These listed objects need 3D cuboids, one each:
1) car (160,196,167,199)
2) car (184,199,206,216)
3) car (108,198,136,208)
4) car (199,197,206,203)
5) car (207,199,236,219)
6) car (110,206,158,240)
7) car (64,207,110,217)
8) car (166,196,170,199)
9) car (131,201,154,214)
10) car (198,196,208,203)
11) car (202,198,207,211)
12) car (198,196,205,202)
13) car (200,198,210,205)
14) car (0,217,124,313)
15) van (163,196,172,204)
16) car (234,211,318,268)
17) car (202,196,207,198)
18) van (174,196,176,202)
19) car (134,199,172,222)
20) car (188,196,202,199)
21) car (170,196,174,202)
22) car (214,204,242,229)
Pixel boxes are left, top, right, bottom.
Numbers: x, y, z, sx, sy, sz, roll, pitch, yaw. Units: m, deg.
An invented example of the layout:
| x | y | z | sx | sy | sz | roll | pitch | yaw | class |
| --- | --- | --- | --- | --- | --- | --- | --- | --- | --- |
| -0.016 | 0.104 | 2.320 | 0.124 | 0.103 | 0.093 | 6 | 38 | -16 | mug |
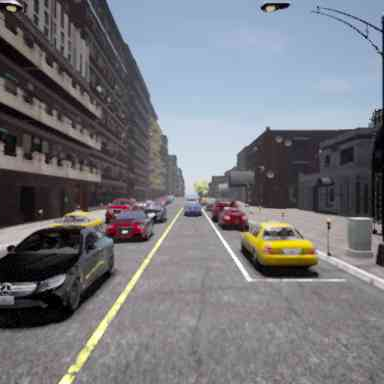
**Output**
| x | y | z | sx | sy | sz | roll | pitch | yaw | class |
| --- | --- | --- | --- | --- | --- | --- | --- | --- | --- |
| -5.693 | 1.870 | 55.415 | 1.887 | 1.381 | 4.507 | 0 | 0 | 0 | car |
| 0.097 | 1.744 | 35.352 | 2.033 | 1.411 | 5.357 | 0 | 0 | 0 | car |
| -5.689 | 1.462 | 27.720 | 2.192 | 1.841 | 5.009 | 0 | 0 | 0 | car |
| 2.684 | 2.096 | 88.820 | 1.752 | 1.417 | 4.829 | 0 | 0 | 0 | car |
| 2.692 | 1.466 | 27.722 | 2.192 | 1.841 | 5.009 | 0 | 0 | 0 | car |
| -3.102 | 1.650 | 17.239 | 1.994 | 1.385 | 4.181 | 0 | 0 | -1 | car |
| -5.689 | 1.606 | 16.471 | 1.752 | 1.417 | 4.829 | 0 | 0 | 0 | car |
| -5.693 | 1.803 | 60.954 | 1.967 | 1.590 | 4.097 | 0 | 0 | 0 | car |
| -5.691 | 1.766 | 38.797 | 2.008 | 1.369 | 4.403 | 0 | 0 | 0 | car |
| 2.686 | 1.842 | 83.113 | 2.192 | 1.841 | 5.009 | 0 | 0 | 0 | car |
| 2.689 | 1.806 | 44.338 | 2.008 | 1.369 | 4.403 | 0 | 0 | 0 | car |
| 2.684 | 2.054 | 94.190 | 1.967 | 1.590 | 4.097 | 0 | 0 | 0 | car |
| 2.686 | 1.996 | 72.033 | 2.008 | 1.369 | 4.403 | 0 | 0 | 0 | car |
| -3.095 | 1.558 | 7.862 | 1.812 | 1.442 | 4.674 | 0 | 0 | 0 | car |
| -5.694 | 1.822 | 77.574 | 1.690 | 1.788 | 3.998 | 0 | 0 | 0 | van |
| 2.692 | 1.580 | 11.273 | 1.752 | 1.417 | 4.829 | 0 | 0 | 0 | car |
| 2.686 | 1.932 | 66.664 | 1.752 | 1.417 | 4.829 | 0 | 0 | 0 | car |
| -5.696 | 1.906 | 88.651 | 1.690 | 1.788 | 3.998 | 0 | 0 | 0 | van |
| -3.085 | 1.637 | 27.370 | 2.128 | 1.511 | 4.902 | 0 | 0 | 0 | car |
| 0.006 | 1.636 | 49.001 | 2.097 | 1.767 | 4.553 | 0 | 0 | 0 | car |
| -5.694 | 1.756 | 72.034 | 2.192 | 1.841 | 5.009 | 0 | 0 | 0 | car |
| 2.691 | 1.700 | 22.181 | 1.802 | 1.307 | 4.206 | 0 | 0 | 0 | car |
